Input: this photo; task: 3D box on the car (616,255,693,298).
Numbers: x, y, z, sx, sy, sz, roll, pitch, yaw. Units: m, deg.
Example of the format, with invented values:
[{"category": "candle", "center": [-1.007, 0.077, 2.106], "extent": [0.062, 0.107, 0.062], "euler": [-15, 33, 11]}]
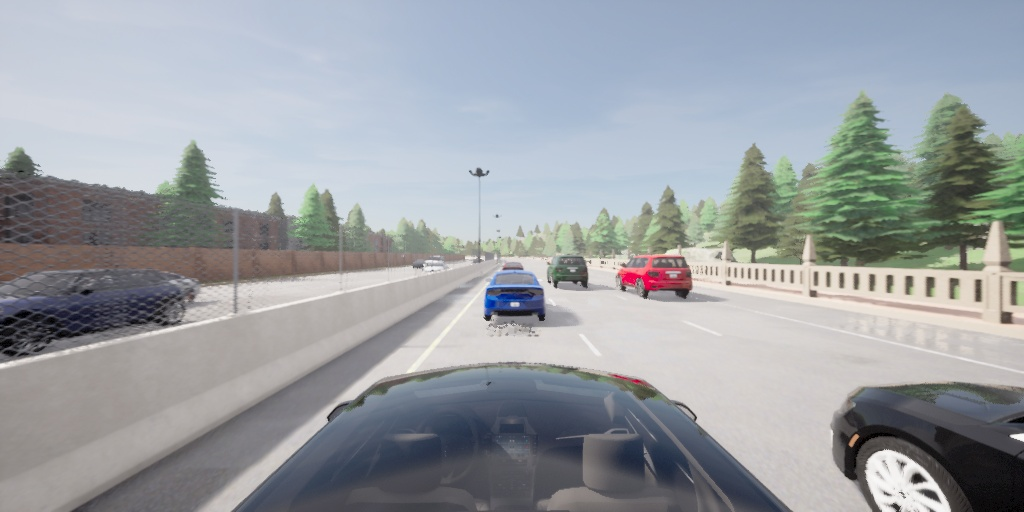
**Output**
[{"category": "car", "center": [7.102, 0.970, 18.444], "extent": [2.150, 2.045, 5.566], "euler": [0, 0, 0]}]

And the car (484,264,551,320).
[{"category": "car", "center": [0.090, 1.227, 12.663], "extent": [1.882, 1.535, 5.008], "euler": [0, 0, 0]}]

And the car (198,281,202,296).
[{"category": "car", "center": [-14.098, 1.276, 13.358], "extent": [1.812, 1.442, 4.674], "euler": [0, 0, 0]}]

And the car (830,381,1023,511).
[{"category": "car", "center": [3.592, 1.255, 0.987], "extent": [1.837, 1.490, 4.892], "euler": [0, 0, 0]}]

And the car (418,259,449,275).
[{"category": "car", "center": [-7.091, 1.275, 33.838], "extent": [1.812, 1.442, 4.674], "euler": [0, 0, 0]}]

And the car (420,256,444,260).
[{"category": "car", "center": [-10.576, 0.970, 49.628], "extent": [2.150, 2.045, 5.566], "euler": [0, 0, 0]}]

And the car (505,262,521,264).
[{"category": "car", "center": [0.104, 1.226, 31.032], "extent": [1.882, 1.535, 5.008], "euler": [0, 0, 0]}]

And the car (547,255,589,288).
[{"category": "car", "center": [3.603, 0.970, 23.893], "extent": [2.150, 2.045, 5.566], "euler": [0, 0, 0]}]

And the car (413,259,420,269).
[{"category": "car", "center": [-14.042, 1.226, 56.168], "extent": [1.882, 1.535, 5.008], "euler": [0, 0, 1]}]

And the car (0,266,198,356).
[{"category": "car", "center": [-10.599, 1.102, 8.549], "extent": [2.097, 1.767, 4.553], "euler": [0, 0, 0]}]
